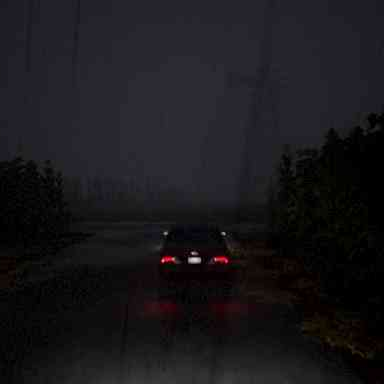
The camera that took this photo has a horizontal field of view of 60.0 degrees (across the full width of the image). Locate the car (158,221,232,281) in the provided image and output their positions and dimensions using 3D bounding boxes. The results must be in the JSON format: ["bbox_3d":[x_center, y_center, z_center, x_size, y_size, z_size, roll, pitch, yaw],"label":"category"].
[{"bbox_3d":[0.075,1.583,9.949,2.033,1.411,5.357,0,0,0],"label":"car"}]
